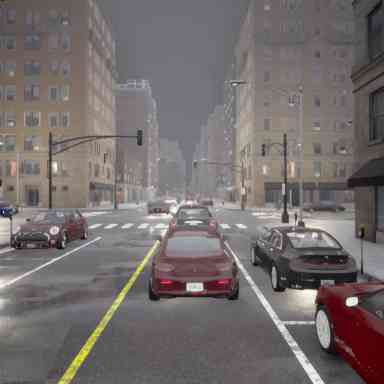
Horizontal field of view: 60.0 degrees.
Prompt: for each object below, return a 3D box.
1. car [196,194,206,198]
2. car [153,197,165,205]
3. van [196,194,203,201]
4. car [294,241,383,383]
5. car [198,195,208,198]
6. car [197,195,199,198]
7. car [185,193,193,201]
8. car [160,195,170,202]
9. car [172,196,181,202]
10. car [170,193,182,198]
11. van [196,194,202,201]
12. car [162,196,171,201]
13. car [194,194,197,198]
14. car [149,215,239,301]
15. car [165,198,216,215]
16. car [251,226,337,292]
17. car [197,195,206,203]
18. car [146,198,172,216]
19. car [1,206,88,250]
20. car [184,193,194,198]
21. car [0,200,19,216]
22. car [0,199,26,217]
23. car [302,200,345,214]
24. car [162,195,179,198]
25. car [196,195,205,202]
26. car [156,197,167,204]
[{"bbox_3d":[2.256,1.596,63.807,1.752,1.417,4.829,0,0,-1],"label":"car"},{"bbox_3d":[-6.267,1.614,63.538,1.887,1.381,4.507,0,0,-1],"label":"car"},{"bbox_3d":[1.989,1.482,85.665,1.690,1.788,3.998,0,0,-1],"label":"van"},{"bbox_3d":[2.667,1.545,3.206,1.887,1.381,4.507,0,0,0],"label":"car"},{"bbox_3d":[2.393,1.591,52.623,1.887,1.381,4.507,0,0,-1],"label":"car"},{"bbox_3d":[2.326,1.623,58.130,1.947,1.339,4.313,0,0,-1],"label":"car"},{"bbox_3d":[-0.738,1.384,90.066,2.150,2.045,5.566,0,0,-1],"label":"car"},{"bbox_3d":[-6.469,1.560,80.061,1.967,1.590,4.097,0,0,-1],"label":"car"},{"bbox_3d":[-3.592,1.666,78.187,1.994,1.385,4.181,0,0,-1],"label":"car"},{"bbox_3d":[-3.476,1.301,66.071,2.150,2.045,5.566,0,-1,0],"label":"car"},{"bbox_3d":[1.921,1.505,91.171,1.690,1.788,3.998,0,0,-1],"label":"van"},{"bbox_3d":[-6.537,1.722,85.568,1.802,1.307,4.206,0,0,-1],"label":"car"},{"bbox_3d":[2.191,1.400,69.144,2.192,1.841,5.009,0,0,-1],"label":"car"},{"bbox_3d":[0.012,1.528,8.233,1.812,1.442,4.674,0,0,-1],"label":"car"},{"bbox_3d":[0.055,1.358,15.537,2.097,1.767,4.553,0,0,0],"label":"car"},{"bbox_3d":[2.651,1.553,8.697,2.008,1.369,4.403,0,0,0],"label":"car"},{"bbox_3d":[2.123,1.542,74.651,1.967,1.590,4.097,0,0,-1],"label":"car"},{"bbox_3d":[-3.192,1.561,32.676,1.994,1.385,4.181,0,0,0],"label":"car"},{"bbox_3d":[-5.890,1.445,14.161,1.967,1.590,4.097,0,0,0],"label":"car"},{"bbox_3d":[-0.606,1.343,79.348,2.150,2.045,5.566,0,0,-1],"label":"car"},{"bbox_3d":[-17.175,1.124,26.890,5.566,2.045,2.150,0,0,0],"label":"car"},{"bbox_3d":[-18.053,1.416,30.130,4.902,1.511,2.128,0,0,-1],"label":"car"},{"bbox_3d":[14.607,1.648,37.120,4.674,1.442,1.812,0,0,1],"label":"car"},{"bbox_3d":[-3.374,1.572,52.763,1.812,1.442,4.674,0,0,-1],"label":"car"},{"bbox_3d":[2.056,1.560,80.157,1.967,1.590,4.097,0,0,-1],"label":"car"},{"bbox_3d":[-6.335,1.666,69.045,1.802,1.307,4.206,0,0,-1],"label":"car"}]
